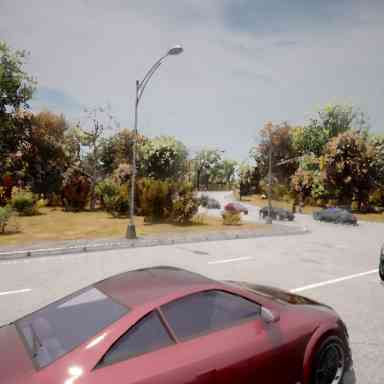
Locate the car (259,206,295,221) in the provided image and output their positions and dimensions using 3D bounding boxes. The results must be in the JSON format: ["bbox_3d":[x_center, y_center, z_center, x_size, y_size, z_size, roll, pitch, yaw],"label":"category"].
[{"bbox_3d":[9.311,2.296,36.707,1.837,1.490,4.892,3,-1,-23],"label":"car"}]

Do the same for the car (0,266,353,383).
[{"bbox_3d":[-0.075,1.571,3.696,4.181,1.385,1.994,0,0,-36],"label":"car"}]

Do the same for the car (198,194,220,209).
[{"bbox_3d":[3.138,1.751,54.926,2.097,1.767,4.553,3,1,-14],"label":"car"}]

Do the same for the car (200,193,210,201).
[{"bbox_3d":[3.063,1.121,78.666,2.128,1.511,4.902,2,2,-1],"label":"car"}]

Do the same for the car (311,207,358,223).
[{"bbox_3d":[16.343,2.597,38.541,1.882,1.535,5.008,3,-1,-24],"label":"car"}]

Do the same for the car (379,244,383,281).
[{"bbox_3d":[6.943,1.485,8.756,4.553,1.767,2.097,2,-1,-36],"label":"car"}]

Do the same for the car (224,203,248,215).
[{"bbox_3d":[5.962,2.204,45.364,1.812,1.442,4.674,3,0,-19],"label":"car"}]

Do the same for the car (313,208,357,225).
[{"bbox_3d":[14.613,2.527,33.994,1.994,1.385,4.181,3,-1,-26],"label":"car"}]
